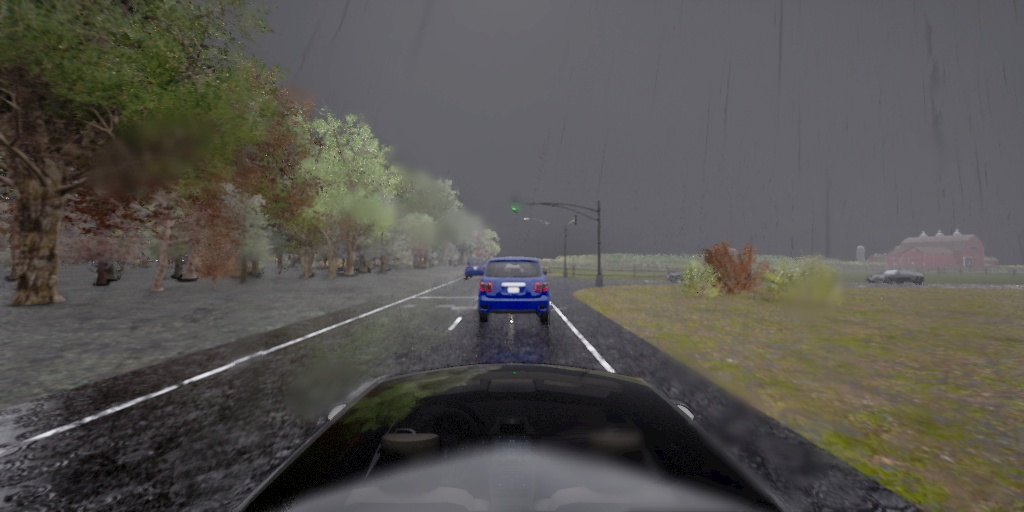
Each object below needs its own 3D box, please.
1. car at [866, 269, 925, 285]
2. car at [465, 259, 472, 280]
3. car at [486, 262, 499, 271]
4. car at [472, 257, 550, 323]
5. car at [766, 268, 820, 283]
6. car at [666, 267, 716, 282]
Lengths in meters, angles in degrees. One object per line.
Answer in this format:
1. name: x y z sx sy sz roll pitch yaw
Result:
1. car: 37.669 2.032 35.257 4.674 1.442 1.812 1 -1 0
2. car: -3.380 1.273 35.849 2.150 2.045 5.566 0 0 0
3. car: -3.366 1.833 63.196 2.033 1.411 5.357 0 0 0
4. car: 0.100 1.069 12.678 2.150 2.045 5.566 0 -1 1
5. car: 27.582 1.923 35.310 4.674 1.442 1.812 1 -1 0
6. car: 17.718 1.817 35.398 4.674 1.442 1.812 1 -1 1
